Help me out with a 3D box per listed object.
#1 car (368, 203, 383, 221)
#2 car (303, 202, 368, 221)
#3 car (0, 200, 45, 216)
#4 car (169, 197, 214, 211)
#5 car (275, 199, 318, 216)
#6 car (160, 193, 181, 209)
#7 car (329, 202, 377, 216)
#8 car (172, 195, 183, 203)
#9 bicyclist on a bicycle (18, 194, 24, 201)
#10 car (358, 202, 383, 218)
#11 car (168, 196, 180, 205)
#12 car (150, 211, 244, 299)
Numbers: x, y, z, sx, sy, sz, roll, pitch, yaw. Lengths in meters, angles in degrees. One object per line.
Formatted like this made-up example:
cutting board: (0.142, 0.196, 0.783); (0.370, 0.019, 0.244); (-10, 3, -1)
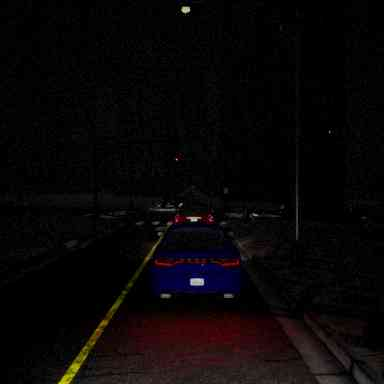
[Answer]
car: (17.944, 1.824, 28.340); (4.829, 1.417, 1.752); (1, -1, 0)
car: (12.131, 1.774, 28.339); (4.313, 1.339, 1.947); (1, -1, 0)
car: (-14.777, 1.367, 28.240); (4.403, 1.369, 2.008); (1, -1, 0)
car: (0.118, 1.352, 17.653); (2.097, 1.767, 4.553); (0, 0, 1)
car: (10.947, 1.539, 34.188); (4.553, 1.767, 2.097); (1, 0, 0)
car: (-3.133, 1.225, 46.933); (2.150, 2.045, 5.566); (0, 0, 1)
car: (17.781, 1.841, 36.864); (4.403, 1.369, 2.008); (1, -1, 0)
car: (-3.018, 1.493, 69.446); (2.128, 1.511, 4.902); (0, 0, 0)
bicyclist on a bicycle: (-20.502, 1.031, 39.724); (0.582, 1.620, 1.656); (1, 0, 0)
car: (19.914, 1.852, 34.191); (4.674, 1.442, 1.812); (1, 0, 0)
car: (-3.088, 1.526, 58.968); (1.812, 1.442, 4.674); (0, 0, 0)
car: (0.099, 1.478, 8.499); (1.882, 1.535, 5.008); (0, 0, 0)
